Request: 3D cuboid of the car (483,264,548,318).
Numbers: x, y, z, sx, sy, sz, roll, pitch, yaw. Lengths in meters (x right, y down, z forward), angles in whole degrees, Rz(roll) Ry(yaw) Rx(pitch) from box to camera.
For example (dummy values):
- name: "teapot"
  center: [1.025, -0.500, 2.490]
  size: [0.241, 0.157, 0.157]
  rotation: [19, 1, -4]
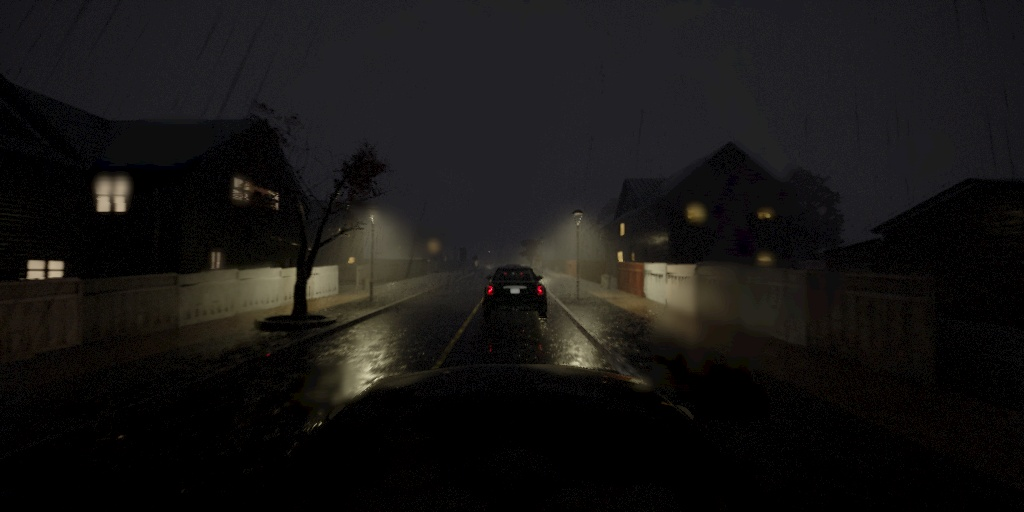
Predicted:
- name: "car"
  center: [0.099, 1.137, 13.386]
  size: [2.097, 1.767, 4.553]
  rotation: [0, 0, 0]
